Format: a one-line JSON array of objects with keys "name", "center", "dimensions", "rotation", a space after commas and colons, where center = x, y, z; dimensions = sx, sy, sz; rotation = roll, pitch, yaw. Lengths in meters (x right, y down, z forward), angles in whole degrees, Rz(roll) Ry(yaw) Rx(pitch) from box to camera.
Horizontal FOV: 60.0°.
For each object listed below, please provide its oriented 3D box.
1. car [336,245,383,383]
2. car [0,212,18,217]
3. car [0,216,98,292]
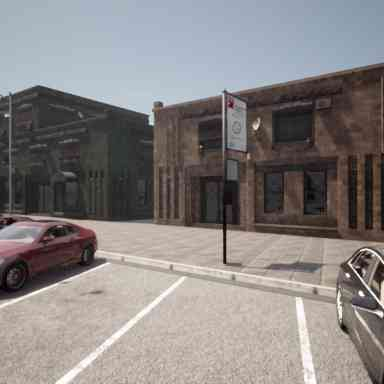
[{"name": "car", "center": [2.970, 1.487, 3.976], "dimensions": [2.231, 1.521, 4.892], "rotation": [1, -1, 15]}, {"name": "car", "center": [-6.817, 1.518, 10.906], "dimensions": [2.163, 1.488, 4.792], "rotation": [1, -1, 16]}, {"name": "car", "center": [-4.365, 1.527, 9.192], "dimensions": [2.002, 1.452, 4.674], "rotation": [1, -1, 16]}]
